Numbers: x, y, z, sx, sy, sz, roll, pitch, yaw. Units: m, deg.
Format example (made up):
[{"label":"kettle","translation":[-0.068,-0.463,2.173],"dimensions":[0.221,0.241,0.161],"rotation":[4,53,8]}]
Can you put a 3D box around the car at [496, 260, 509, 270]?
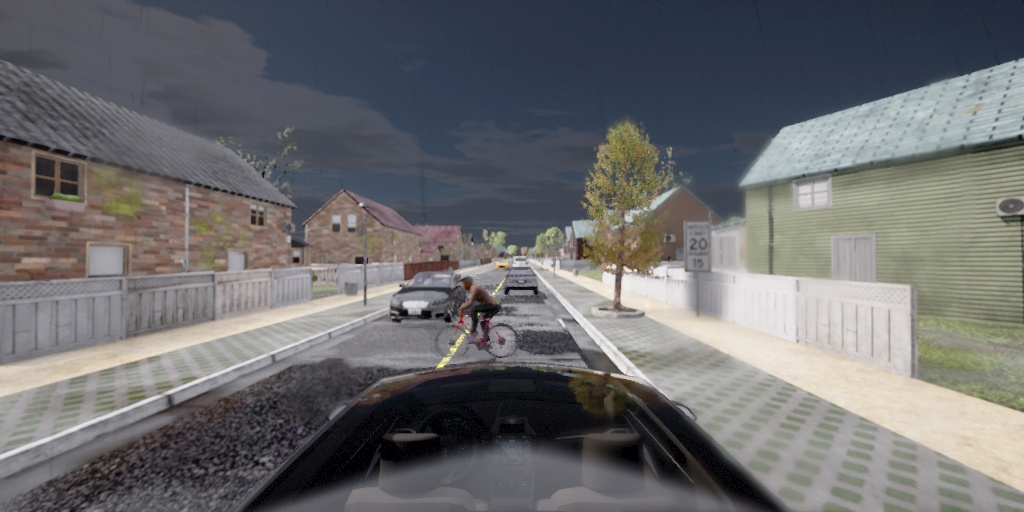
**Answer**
[{"label":"car","translation":[-1.471,1.392,56.713],"dimensions":[1.882,1.535,5.008],"rotation":[0,0,2]}]

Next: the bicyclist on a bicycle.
[{"label":"bicyclist on a bicycle","translation":[-0.695,1.213,6.994],"dimensions":[1.656,1.620,0.582],"rotation":[-2,0,1]}]

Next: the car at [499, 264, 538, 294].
[{"label":"car","translation":[0.533,1.360,20.787],"dimensions":[2.033,1.411,5.357],"rotation":[0,0,1]}]

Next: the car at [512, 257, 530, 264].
[{"label":"car","translation":[1.239,1.118,49.453],"dimensions":[2.150,2.045,5.566],"rotation":[0,0,2]}]

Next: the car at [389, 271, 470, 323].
[{"label":"car","translation":[-2.623,1.276,12.336],"dimensions":[2.128,1.511,4.902],"rotation":[0,0,1]}]
